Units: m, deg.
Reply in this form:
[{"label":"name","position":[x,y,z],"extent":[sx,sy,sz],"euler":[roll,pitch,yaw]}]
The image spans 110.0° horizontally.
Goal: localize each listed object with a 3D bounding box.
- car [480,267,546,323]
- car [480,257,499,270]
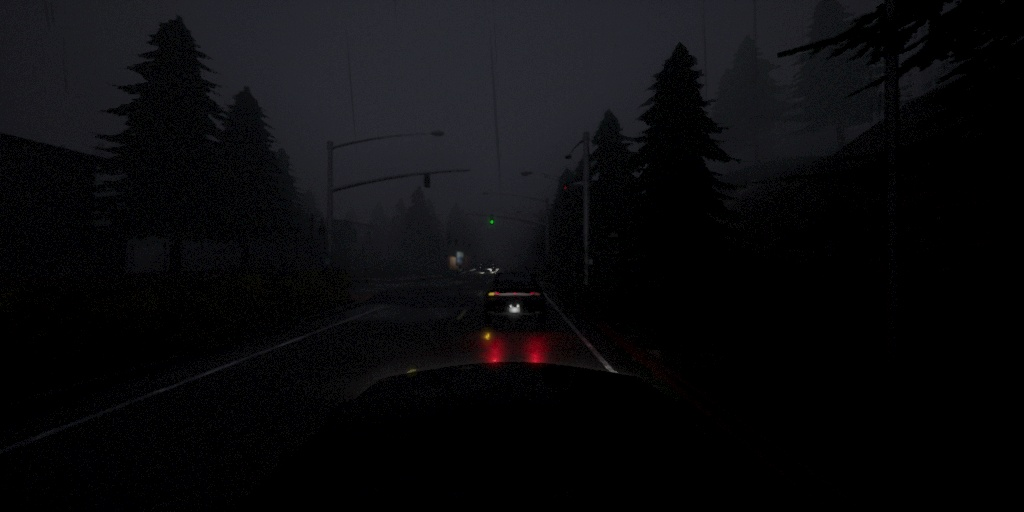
[{"label":"car","position":[0.089,1.294,12.379],"extent":[2.128,1.511,4.902],"euler":[0,0,0]},{"label":"car","position":[-3.554,1.229,53.631],"extent":[2.150,2.045,5.566],"euler":[0,-1,1]}]
